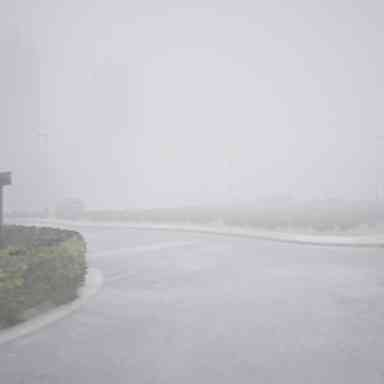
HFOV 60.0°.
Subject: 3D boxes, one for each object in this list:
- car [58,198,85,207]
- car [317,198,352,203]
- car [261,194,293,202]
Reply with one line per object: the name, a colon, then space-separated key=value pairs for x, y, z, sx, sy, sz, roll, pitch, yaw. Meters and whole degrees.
car: x=-13.822 y=1.495 z=37.996 sx=2.242 sy=1.667 sz=4.611 roll=0 pitch=0 yaw=-36
car: x=19.849 y=1.552 z=46.539 sx=1.837 sy=1.490 sz=4.892 roll=0 pitch=0 yaw=-35
car: x=13.981 y=1.270 z=54.746 sx=2.150 sy=2.045 sz=5.566 roll=0 pitch=0 yaw=-35
